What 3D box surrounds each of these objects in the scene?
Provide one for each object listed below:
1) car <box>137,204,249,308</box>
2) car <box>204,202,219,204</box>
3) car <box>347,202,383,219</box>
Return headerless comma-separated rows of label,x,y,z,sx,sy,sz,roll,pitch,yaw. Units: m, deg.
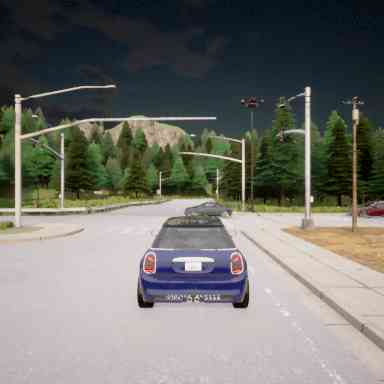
car,0.040,1.348,8.069,2.097,1.767,4.553,0,0,0
car,1.412,1.580,28.910,4.181,1.385,1.994,0,0,1
car,15.917,1.552,28.673,4.674,1.442,1.812,0,0,1
